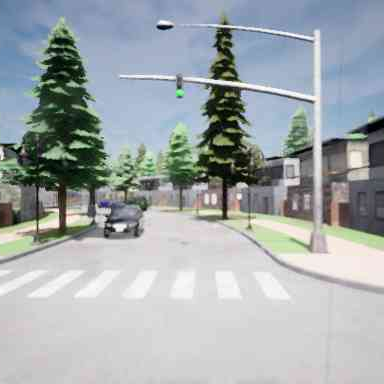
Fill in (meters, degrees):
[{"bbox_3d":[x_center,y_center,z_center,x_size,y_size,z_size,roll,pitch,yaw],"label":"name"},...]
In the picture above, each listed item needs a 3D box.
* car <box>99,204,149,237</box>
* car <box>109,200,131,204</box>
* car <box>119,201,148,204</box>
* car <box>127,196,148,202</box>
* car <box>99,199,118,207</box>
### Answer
[{"bbox_3d":[-3.809,1.658,19.138,2.128,1.511,4.902,0,-1,-4],"label":"car"},{"bbox_3d":[-7.967,1.952,38.089,1.895,1.301,4.718,0,-1,-21],"label":"car"},{"bbox_3d":[-5.068,1.780,28.389,1.812,1.442,4.674,0,-1,-13],"label":"car"},{"bbox_3d":[-8.110,1.657,47.234,2.150,2.045,5.566,0,-1,-33],"label":"car"},{"bbox_3d":[-13.845,1.882,55.841,2.097,1.767,4.553,0,-1,-42],"label":"car"}]
